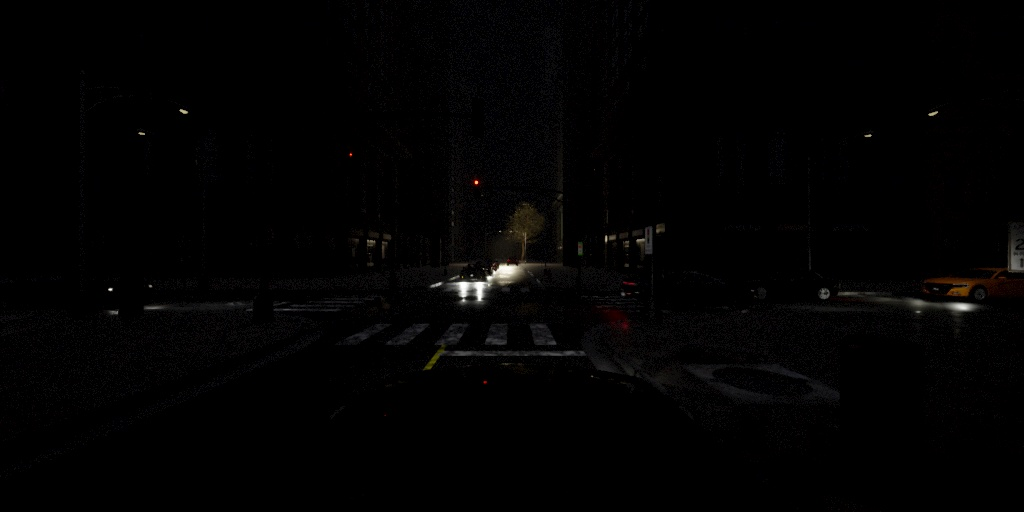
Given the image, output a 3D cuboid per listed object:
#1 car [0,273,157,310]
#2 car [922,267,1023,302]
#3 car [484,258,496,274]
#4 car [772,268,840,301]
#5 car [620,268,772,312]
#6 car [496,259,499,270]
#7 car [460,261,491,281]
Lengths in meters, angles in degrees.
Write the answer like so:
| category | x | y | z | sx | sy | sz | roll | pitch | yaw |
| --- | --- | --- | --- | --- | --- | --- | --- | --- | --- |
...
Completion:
| category | x | y | z | sx | sy | sz | roll | pitch | yaw |
| --- | --- | --- | --- | --- | --- | --- | --- | --- | --- |
| car | -16.748 | 1.294 | 13.766 | 4.718 | 1.301 | 1.895 | 0 | 0 | 0 |
| car | 22.543 | 1.299 | 16.941 | 5.008 | 1.535 | 1.882 | 0 | 0 | 0 |
| car | -3.093 | 1.230 | 38.612 | 1.882 | 1.535 | 5.008 | 0 | 0 | 0 |
| car | 12.588 | 1.296 | 16.949 | 4.892 | 1.490 | 1.837 | 0 | 0 | 0 |
| car | 6.674 | 1.259 | 13.751 | 4.902 | 1.511 | 2.128 | 0 | 0 | 0 |
| car | -3.080 | 1.113 | 48.257 | 2.097 | 1.767 | 4.553 | 0 | 0 | 0 |
| car | -3.094 | 1.313 | 29.542 | 1.994 | 1.385 | 4.181 | 0 | 0 | 0 |
